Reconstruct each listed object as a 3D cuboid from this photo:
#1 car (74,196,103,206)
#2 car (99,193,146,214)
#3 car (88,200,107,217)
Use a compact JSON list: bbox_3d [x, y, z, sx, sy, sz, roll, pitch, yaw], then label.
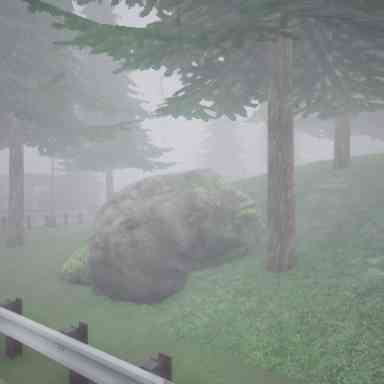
[{"bbox_3d":[-16.566,1.432,53.062,4.892,1.490,1.837,0,0,36],"label":"car"},{"bbox_3d":[-7.342,1.156,35.678,2.150,2.045,5.566,1,0,22],"label":"car"},{"bbox_3d":[-6.810,1.420,29.572,1.882,1.535,5.008,0,0,36],"label":"car"}]
